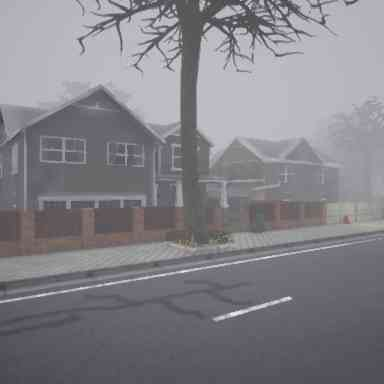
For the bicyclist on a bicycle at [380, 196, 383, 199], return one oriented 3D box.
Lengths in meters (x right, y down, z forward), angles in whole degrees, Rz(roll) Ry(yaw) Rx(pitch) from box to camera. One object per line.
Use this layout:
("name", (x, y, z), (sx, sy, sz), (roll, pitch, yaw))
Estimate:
("bicyclist on a bicycle", (28.886, 1.337, 50.439), (1.656, 1.620, 0.582), (0, 0, -35))
